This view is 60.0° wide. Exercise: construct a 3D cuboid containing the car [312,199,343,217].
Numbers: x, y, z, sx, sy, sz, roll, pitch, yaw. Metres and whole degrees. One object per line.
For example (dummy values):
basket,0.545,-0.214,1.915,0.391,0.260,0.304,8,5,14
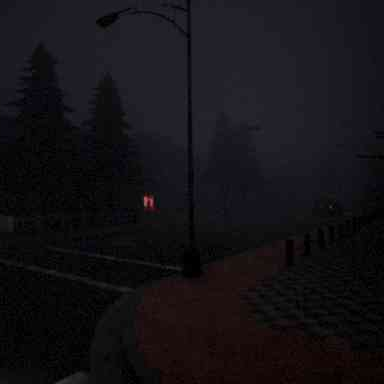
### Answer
car,13.450,1.431,32.954,2.097,1.767,4.553,-1,0,35
